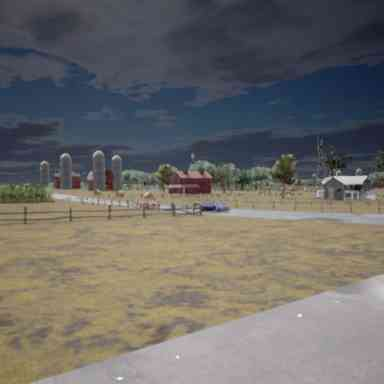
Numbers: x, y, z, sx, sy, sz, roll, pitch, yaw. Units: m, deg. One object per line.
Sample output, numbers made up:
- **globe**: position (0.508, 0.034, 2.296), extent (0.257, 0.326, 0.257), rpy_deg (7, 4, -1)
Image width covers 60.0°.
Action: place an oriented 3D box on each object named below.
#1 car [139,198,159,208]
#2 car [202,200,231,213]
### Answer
- **car**: position (-8.007, 1.994, 61.445), extent (2.097, 1.767, 4.553), rpy_deg (-2, 1, -36)
- **car**: position (3.214, 1.932, 45.670), extent (2.097, 1.767, 4.553), rpy_deg (-2, 0, -36)
